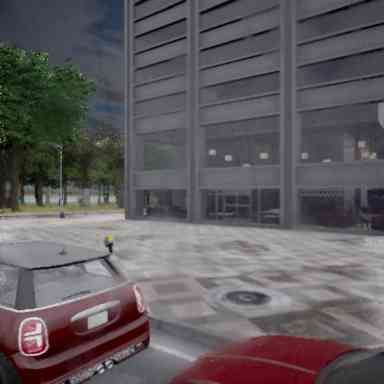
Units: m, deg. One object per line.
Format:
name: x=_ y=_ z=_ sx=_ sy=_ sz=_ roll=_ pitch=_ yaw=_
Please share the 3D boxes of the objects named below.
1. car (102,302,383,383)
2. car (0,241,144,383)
car: x=1.798 y=1.544 z=1.680 sx=4.507 sy=1.381 sz=1.887 roll=0 pitch=0 yaw=35
car: x=-2.629 y=1.451 z=4.837 sx=4.097 sy=1.590 sz=1.967 roll=0 pitch=0 yaw=35
